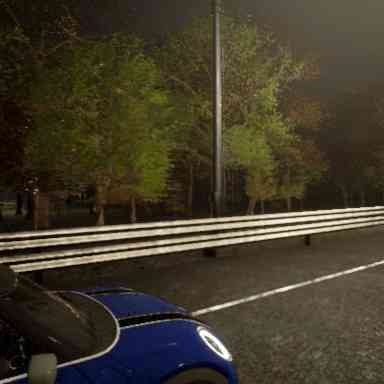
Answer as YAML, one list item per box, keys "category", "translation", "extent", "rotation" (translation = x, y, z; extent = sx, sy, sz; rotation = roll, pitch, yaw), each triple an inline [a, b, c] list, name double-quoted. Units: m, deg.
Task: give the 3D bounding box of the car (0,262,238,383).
- category: "car"
  translation: [-1.789, 1.354, 2.480]
  extent: [4.553, 1.767, 2.097]
  rotation: [-1, 0, -35]
